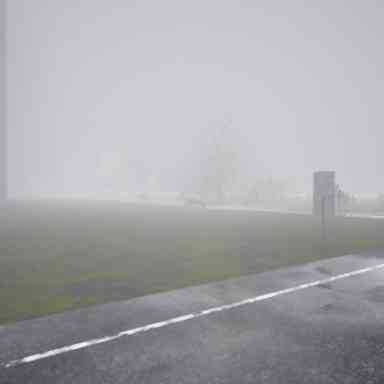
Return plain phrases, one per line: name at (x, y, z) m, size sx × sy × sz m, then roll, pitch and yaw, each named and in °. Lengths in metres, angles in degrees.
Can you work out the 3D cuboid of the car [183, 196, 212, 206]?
car at (0.778, 1.304, 50.505) m, size 2.033 × 1.411 × 5.357 m, roll 0°, pitch 1°, yaw -36°
